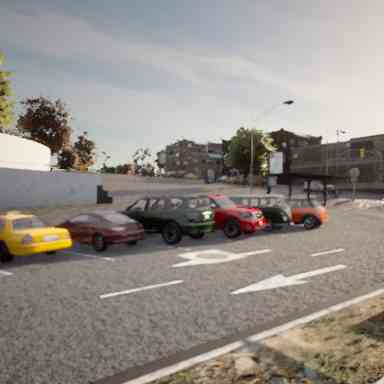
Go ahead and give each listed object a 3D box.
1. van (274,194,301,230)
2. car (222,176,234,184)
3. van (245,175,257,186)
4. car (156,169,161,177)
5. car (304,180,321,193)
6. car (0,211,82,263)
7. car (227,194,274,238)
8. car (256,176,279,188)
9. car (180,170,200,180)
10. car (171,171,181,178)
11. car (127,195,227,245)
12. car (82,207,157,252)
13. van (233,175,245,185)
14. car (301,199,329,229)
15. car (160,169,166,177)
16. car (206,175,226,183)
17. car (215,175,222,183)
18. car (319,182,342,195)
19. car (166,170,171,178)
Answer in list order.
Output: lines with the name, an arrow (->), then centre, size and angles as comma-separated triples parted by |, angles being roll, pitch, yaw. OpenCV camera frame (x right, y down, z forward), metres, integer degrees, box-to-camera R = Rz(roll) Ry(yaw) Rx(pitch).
van -> 3.488, 1.138, 18.790 | 4.442, 1.987, 1.878 | -1, -1, 35
car -> 8.762, -2.318, 66.439 | 1.946, 1.575, 5.366 | 6, 4, 35
van -> 12.072, -1.993, 61.241 | 1.878, 1.987, 4.442 | 7, 4, 35
car -> -7.100, -4.868, 88.248 | 2.435, 2.045, 5.566 | 1, -1, 34
car -> 19.058, -0.928, 51.504 | 2.435, 2.045, 5.566 | 6, 4, 35
car -> -6.591, 1.476, 12.025 | 5.366, 1.575, 1.946 | -1, 0, 35
car -> 0.950, 1.142, 17.118 | 5.566, 2.045, 2.435 | -1, -1, 35
car -> 13.838, -1.495, 58.883 | 2.231, 1.521, 4.892 | 6, 4, 35
car -> 0.063, -3.684, 78.717 | 1.946, 1.575, 5.366 | 6, 4, 34
car -> -1.794, -4.205, 80.972 | 2.435, 2.045, 5.566 | 7, 4, 34
car -> -1.562, 1.170, 15.412 | 5.566, 2.045, 2.435 | -1, 0, 35
car -> -3.985, 1.488, 13.655 | 4.674, 1.452, 2.002 | -1, 0, 35
van -> 10.339, -2.267, 63.709 | 1.878, 1.987, 4.442 | 7, 4, 35
car -> 5.897, 1.213, 20.542 | 4.553, 1.767, 2.185 | -1, 0, 35
car -> -5.325, -4.591, 85.903 | 2.185, 1.767, 4.553 | 4, 1, 33
car -> 5.181, -2.822, 71.216 | 2.002, 1.452, 4.674 | 6, 4, 35
car -> 6.927, -2.548, 68.757 | 2.002, 1.452, 4.674 | 7, 4, 35
car -> 20.756, -0.365, 49.036 | 2.002, 1.452, 4.674 | 6, 4, 35
car -> -3.591, -4.356, 83.436 | 2.185, 1.767, 4.553 | 6, 3, 34
